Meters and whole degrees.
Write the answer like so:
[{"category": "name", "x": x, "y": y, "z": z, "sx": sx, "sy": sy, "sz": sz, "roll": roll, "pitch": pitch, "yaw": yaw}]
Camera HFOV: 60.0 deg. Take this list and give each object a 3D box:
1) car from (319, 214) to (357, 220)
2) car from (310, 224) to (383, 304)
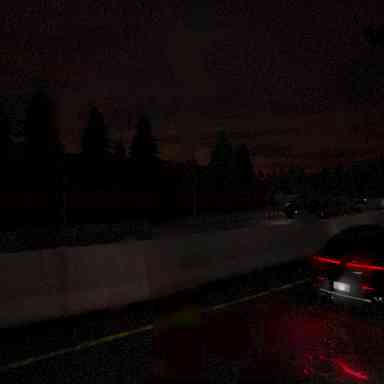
[{"category": "car", "x": 10.862, "y": 1.487, "z": 24.191, "sx": 1.882, "sy": 1.535, "sz": 5.008, "roll": 0, "pitch": 0, "yaw": 40}, {"category": "car", "x": 4.624, "y": 1.506, "z": 7.739, "sx": 4.892, "sy": 1.490, "sz": 1.837, "roll": 0, "pitch": 0, "yaw": -40}]
